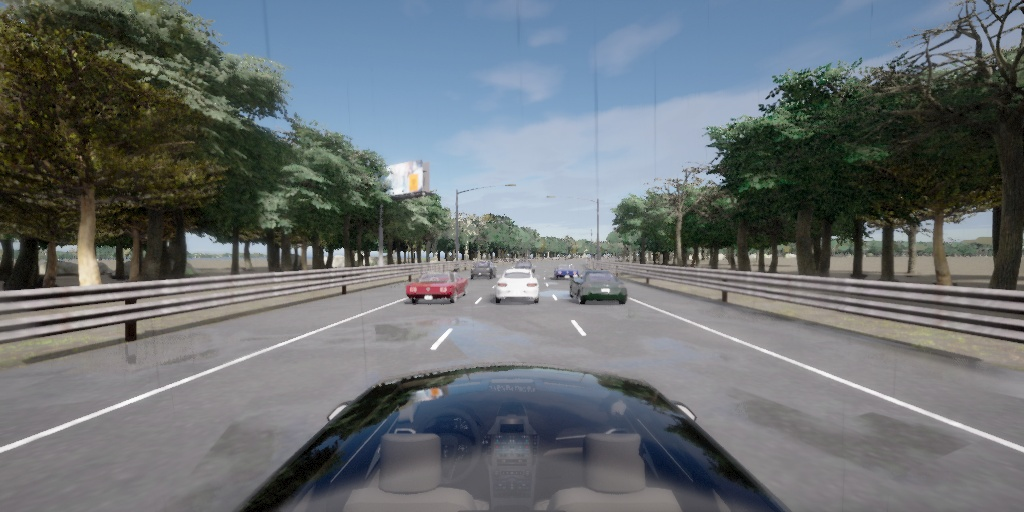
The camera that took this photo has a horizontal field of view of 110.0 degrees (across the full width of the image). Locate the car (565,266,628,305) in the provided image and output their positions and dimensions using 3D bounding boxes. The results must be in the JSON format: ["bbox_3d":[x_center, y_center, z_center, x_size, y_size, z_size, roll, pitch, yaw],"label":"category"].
[{"bbox_3d":[3.768,1.321,16.163,1.994,1.385,4.181,0,0,2],"label":"car"}]

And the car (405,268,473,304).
[{"bbox_3d":[-3.226,1.364,16.450,1.895,1.301,4.718,0,0,2],"label":"car"}]

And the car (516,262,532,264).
[{"bbox_3d":[1.084,1.246,31.076,2.128,1.511,4.902,0,0,4],"label":"car"}]

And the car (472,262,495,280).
[{"bbox_3d":[-2.407,1.246,31.332,2.128,1.511,4.902,0,0,4],"label":"car"}]

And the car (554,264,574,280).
[{"bbox_3d":[4.577,1.367,30.850,1.895,1.301,4.718,0,0,4],"label":"car"}]

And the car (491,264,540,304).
[{"bbox_3d":[0.271,1.281,16.291,1.812,1.442,4.674,0,0,2],"label":"car"}]
